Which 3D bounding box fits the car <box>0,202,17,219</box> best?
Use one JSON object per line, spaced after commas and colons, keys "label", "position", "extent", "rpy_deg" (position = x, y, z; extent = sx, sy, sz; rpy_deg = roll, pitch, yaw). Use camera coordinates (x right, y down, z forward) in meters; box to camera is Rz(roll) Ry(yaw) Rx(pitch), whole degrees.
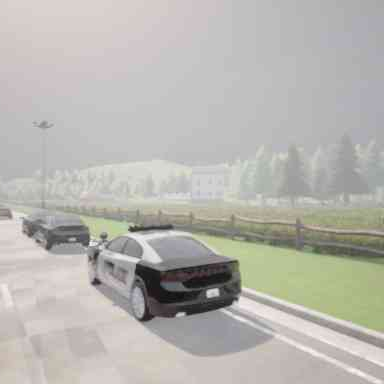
{"label": "car", "position": [-21.906, 2.275, 38.299], "extent": [2.128, 1.511, 4.902], "rpy_deg": [0, -1, -33]}

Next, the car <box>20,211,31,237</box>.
{"label": "car", "position": [-9.655, 1.928, 21.226], "extent": [1.837, 1.490, 4.892], "rpy_deg": [0, -1, -33]}

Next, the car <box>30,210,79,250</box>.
{"label": "car", "position": [-6.404, 1.823, 16.185], "extent": [1.837, 1.490, 4.892], "rpy_deg": [0, -1, -33]}

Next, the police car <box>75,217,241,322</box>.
{"label": "police car", "position": [-1.045, 1.571, 7.875], "extent": [1.930, 1.638, 5.238], "rpy_deg": [0, -1, -33]}
